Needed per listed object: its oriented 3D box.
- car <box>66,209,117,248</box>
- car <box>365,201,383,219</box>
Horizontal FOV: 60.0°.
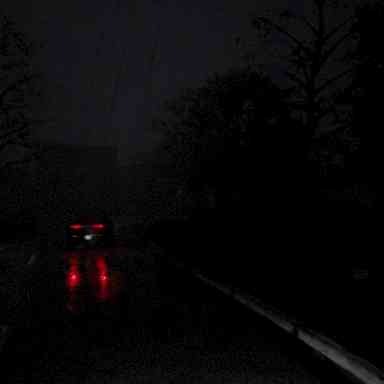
[{"bbox_3d":[-4.519,1.534,15.119,2.128,1.511,4.902,-1,0,-13],"label":"car"},{"bbox_3d":[15.616,1.185,24.698,5.008,1.535,1.882,-1,0,9],"label":"car"}]
